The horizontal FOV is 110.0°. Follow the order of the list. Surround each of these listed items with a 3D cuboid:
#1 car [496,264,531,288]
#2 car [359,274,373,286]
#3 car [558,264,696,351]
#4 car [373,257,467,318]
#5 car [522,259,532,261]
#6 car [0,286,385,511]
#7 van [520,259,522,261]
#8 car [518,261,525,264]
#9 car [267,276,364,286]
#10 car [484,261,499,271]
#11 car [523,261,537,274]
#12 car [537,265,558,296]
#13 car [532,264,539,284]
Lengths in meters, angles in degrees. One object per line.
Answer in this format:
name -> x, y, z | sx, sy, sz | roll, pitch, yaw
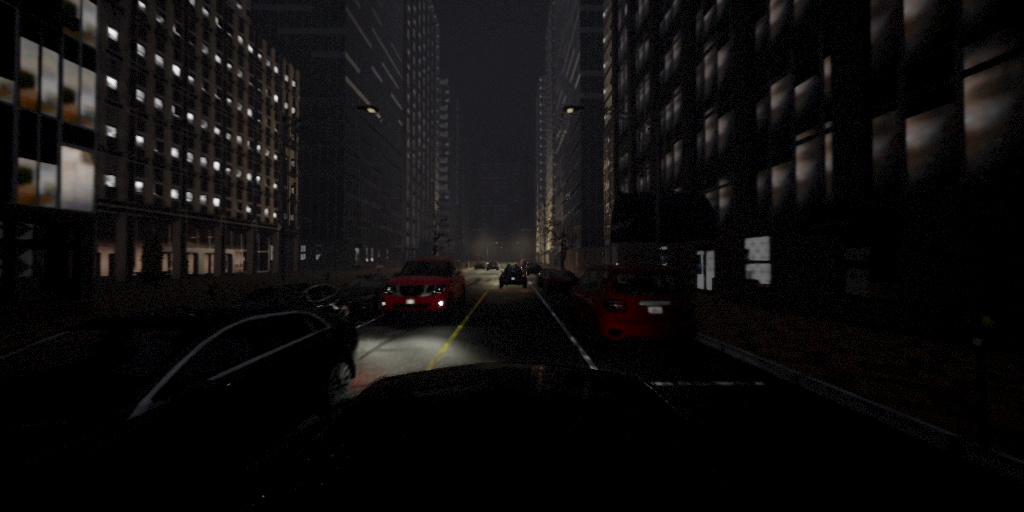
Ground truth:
car -> 0.076, 1.497, 25.937 | 1.994, 1.385, 4.181 | 0, 0, 0
car -> -5.700, 1.406, 14.714 | 2.007, 1.370, 4.403 | 0, 0, 0
car -> 2.686, 1.119, 9.124 | 2.192, 1.841, 5.009 | 0, 0, 0
car -> -3.098, 1.067, 13.813 | 2.150, 2.045, 5.566 | 0, 0, 1
car -> 2.642, 1.537, 48.613 | 1.967, 1.591, 4.097 | 0, 0, 0
car -> -3.099, 1.256, 3.207 | 2.128, 1.511, 4.902 | 0, 0, 0
van -> 2.629, 1.520, 59.895 | 1.690, 1.789, 3.998 | 0, 0, 0
car -> 0.060, 1.581, 39.518 | 2.033, 1.411, 5.357 | 0, 0, 0
car -> -5.693, 1.378, 9.072 | 1.948, 1.339, 4.313 | 0, 0, 0
car -> -3.105, 1.699, 58.179 | 1.812, 1.442, 4.674 | 0, 0, 0
car -> 2.648, 1.601, 42.972 | 1.888, 1.381, 4.507 | 0, 0, 0
car -> 2.674, 1.435, 20.406 | 1.888, 1.381, 4.507 | 0, 0, 0
car -> 2.667, 1.514, 26.047 | 1.802, 1.307, 4.207 | 0, 0, 0
